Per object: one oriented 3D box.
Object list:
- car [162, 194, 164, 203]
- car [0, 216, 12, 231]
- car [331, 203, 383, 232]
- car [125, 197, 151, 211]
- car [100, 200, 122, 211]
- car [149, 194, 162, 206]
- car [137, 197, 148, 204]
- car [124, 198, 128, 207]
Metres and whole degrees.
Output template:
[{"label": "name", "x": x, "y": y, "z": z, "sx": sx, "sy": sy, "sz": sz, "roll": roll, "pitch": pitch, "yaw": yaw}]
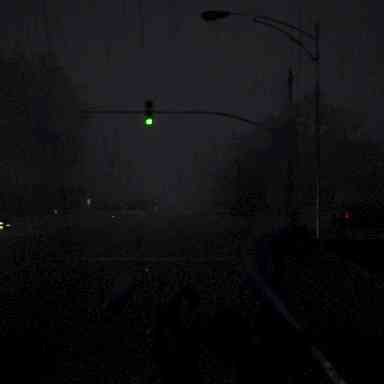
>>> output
[{"label": "car", "x": -7.334, "y": 1.462, "z": 73.960, "sx": 2.150, "sy": 2.045, "sz": 5.566, "roll": 0, "pitch": 0, "yaw": -3}, {"label": "car", "x": -12.900, "y": 1.644, "z": 18.890, "sx": 4.892, "sy": 1.490, "sz": 1.837, "roll": 0, "pitch": 0, "yaw": -3}, {"label": "car", "x": 10.992, "y": 1.446, "z": 20.188, "sx": 4.553, "sy": 1.767, "sz": 2.097, "roll": 0, "pitch": 0, "yaw": -3}, {"label": "car", "x": -7.000, "y": 1.765, "z": 43.535, "sx": 1.994, "sy": 1.385, "sz": 4.181, "roll": 0, "pitch": 0, "yaw": 0}, {"label": "car", "x": -10.500, "y": 1.726, "z": 43.102, "sx": 1.812, "sy": 1.442, "sz": 4.674, "roll": 0, "pitch": 0, "yaw": 0}, {"label": "car", "x": -7.011, "y": 1.599, "z": 58.626, "sx": 2.097, "sy": 1.767, "sz": 4.553, "roll": 0, "pitch": 0, "yaw": 0}, {"label": "car", "x": -10.771, "y": 1.794, "z": 72.741, "sx": 1.994, "sy": 1.385, "sz": 4.181, "roll": 0, "pitch": 0, "yaw": -3}, {"label": "car", "x": -10.503, "y": 1.723, "z": 57.428, "sx": 1.882, "sy": 1.535, "sz": 5.008, "roll": 0, "pitch": 0, "yaw": 0}]
